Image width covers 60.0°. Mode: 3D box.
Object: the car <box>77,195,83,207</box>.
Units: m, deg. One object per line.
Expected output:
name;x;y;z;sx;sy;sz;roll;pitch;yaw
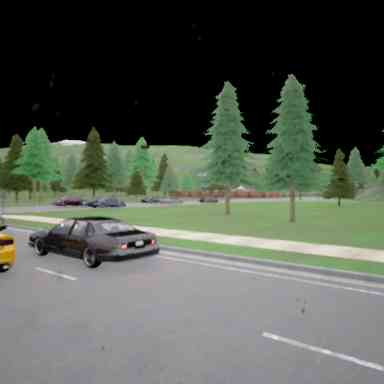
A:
car;-13.435;1.451;47.944;2.128;1.511;4.902;0;0;39

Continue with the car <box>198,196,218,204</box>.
car;3.056;1.527;62.662;1.994;1.385;4.181;0;0;39

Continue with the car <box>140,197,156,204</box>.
car;-7.440;1.520;60.854;1.994;1.385;4.181;0;0;39

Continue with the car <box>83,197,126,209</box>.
car;-11.452;1.510;44.836;2.033;1.411;5.357;0;0;39

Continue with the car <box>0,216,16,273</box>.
car;-6.916;1.466;9.495;5.008;1.535;1.882;0;0;39

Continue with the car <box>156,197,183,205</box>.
car;-3.739;1.560;59.868;1.895;1.301;4.718;0;0;39

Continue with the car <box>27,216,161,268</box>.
car;-3.486;1.538;11.237;5.357;1.411;2.033;0;0;39

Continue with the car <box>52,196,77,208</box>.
car;-17.829;1.308;48.081;2.097;1.767;4.553;0;0;39
